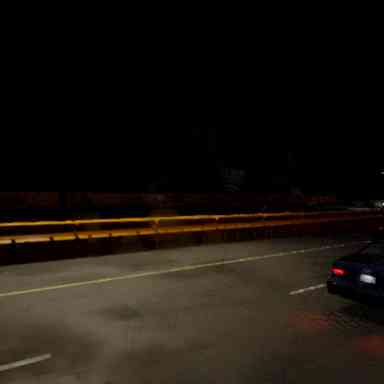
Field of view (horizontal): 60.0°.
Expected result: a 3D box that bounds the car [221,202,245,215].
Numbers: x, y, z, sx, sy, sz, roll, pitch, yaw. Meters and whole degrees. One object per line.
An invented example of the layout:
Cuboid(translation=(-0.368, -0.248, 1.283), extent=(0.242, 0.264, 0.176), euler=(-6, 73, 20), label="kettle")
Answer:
Cuboid(translation=(5.530, 1.883, 38.778), extent=(5.008, 1.535, 1.882), euler=(1, -1, -41), label="car")

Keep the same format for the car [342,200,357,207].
Cuboid(translation=(32.746, 2.336, 69.046), extent=(2.033, 1.411, 5.357), euler=(0, -1, 34), label="car")

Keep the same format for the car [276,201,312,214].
Cuboid(translation=(11.311, 1.916, 34.528), extent=(4.902, 1.511, 2.128), euler=(1, -1, -41), label="car")

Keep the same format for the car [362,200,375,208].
Cuboid(translation=(35.449, 2.387, 66.789), extent=(1.882, 1.535, 5.008), euler=(0, -1, 34), label="car")

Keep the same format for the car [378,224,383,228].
Cuboid(translation=(10.475, 1.810, 15.676), extent=(4.181, 1.385, 1.994), euler=(1, -1, -37), label="car")

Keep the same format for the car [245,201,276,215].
Cuboid(translation=(8.458, 1.768, 36.691), extent=(4.553, 1.767, 2.097), euler=(1, -1, -41), label="car")

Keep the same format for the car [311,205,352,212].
Cuboid(translation=(13.780, 1.953, 32.030), extent=(4.674, 1.442, 1.812), euler=(1, -1, -41), label="car")

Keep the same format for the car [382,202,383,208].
Cuboid(translation=(38.373, 2.414, 64.867), extent=(1.837, 1.490, 4.892), euler=(0, -1, 34), label="car")

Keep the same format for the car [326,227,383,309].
Cuboid(translation=(5.256, 1.668, 7.536), extent=(5.357, 1.411, 2.033), euler=(1, -1, -35), label="car")
